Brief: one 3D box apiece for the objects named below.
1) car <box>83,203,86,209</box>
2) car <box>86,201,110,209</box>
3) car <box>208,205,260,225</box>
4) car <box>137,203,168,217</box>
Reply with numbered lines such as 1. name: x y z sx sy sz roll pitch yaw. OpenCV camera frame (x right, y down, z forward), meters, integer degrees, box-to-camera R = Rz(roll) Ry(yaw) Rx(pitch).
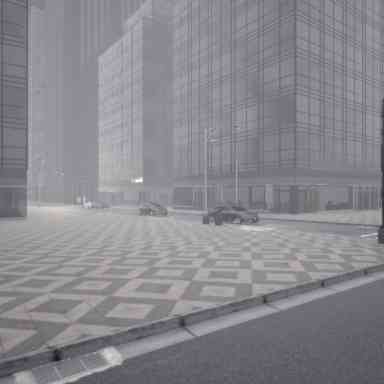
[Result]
1. car: -19.182 2.476 63.100 1.812 1.442 4.674 0 -1 -36
2. car: -14.014 2.011 50.697 1.994 1.385 4.181 0 -1 -36
3. car: 3.280 1.789 26.696 1.837 1.490 4.892 0 -1 -36
4. car: -4.490 1.992 37.416 1.837 1.490 4.892 0 -1 -36
